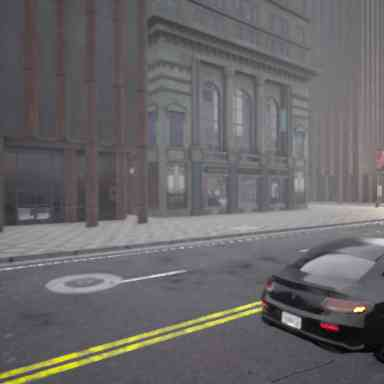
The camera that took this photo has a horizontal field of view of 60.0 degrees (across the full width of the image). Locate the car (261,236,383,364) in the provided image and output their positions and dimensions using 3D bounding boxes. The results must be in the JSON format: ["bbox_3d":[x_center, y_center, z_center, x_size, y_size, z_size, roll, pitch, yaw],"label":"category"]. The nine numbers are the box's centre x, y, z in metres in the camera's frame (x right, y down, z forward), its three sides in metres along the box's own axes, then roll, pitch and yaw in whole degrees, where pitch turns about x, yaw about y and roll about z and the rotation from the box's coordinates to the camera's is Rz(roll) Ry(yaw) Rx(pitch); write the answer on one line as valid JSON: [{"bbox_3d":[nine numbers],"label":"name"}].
[{"bbox_3d":[3.180,1.509,5.694,4.674,1.442,1.812,0,0,-35],"label":"car"}]
